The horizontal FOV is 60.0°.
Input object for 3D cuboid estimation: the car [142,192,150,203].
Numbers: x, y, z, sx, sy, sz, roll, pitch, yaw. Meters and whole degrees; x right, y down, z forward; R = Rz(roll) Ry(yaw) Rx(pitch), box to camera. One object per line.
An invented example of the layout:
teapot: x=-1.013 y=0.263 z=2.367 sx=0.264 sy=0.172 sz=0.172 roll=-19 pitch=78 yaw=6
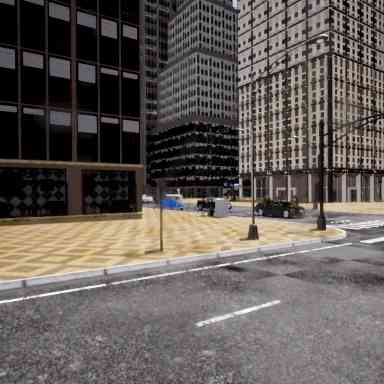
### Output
car: x=-8.554 y=1.254 z=58.998 sx=1.812 sy=1.442 sz=4.674 roll=-1 pitch=1 yaw=-34

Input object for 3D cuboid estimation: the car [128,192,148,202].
car: x=-10.927 y=0.982 z=67.155 sx=2.192 sy=1.841 sz=5.009 roll=0 pitch=0 yaw=-34

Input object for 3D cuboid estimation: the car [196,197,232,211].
car: x=2.417 y=1.362 z=37.004 sx=2.128 sy=1.511 sz=4.902 roll=-1 pitch=1 yaw=-34

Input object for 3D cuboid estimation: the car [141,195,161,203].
car: x=-7.829 y=1.239 z=62.563 sx=1.887 sy=1.381 sz=4.507 roll=0 pitch=0 yaw=-34

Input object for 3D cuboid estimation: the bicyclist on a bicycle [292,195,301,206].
bicyclist on a bicycle: x=11.998 y=1.119 z=38.415 sx=1.656 sy=1.620 sz=0.582 roll=-1 pitch=1 yaw=-34

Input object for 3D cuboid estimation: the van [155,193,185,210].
van: x=-2.389 y=1.211 z=39.506 sx=1.690 sy=1.788 sz=3.998 roll=0 pitch=0 yaw=-34

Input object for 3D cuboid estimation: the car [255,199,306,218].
car: x=7.684 y=1.420 z=29.191 sx=1.837 sy=1.490 sz=4.892 roll=-1 pitch=1 yaw=-34

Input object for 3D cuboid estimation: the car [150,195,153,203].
car: x=-4.732 y=1.036 z=57.969 sx=2.192 sy=1.841 sz=5.009 roll=0 pitch=0 yaw=-34

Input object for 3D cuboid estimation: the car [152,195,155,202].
car: x=-3.226 y=1.349 z=45.388 sx=1.812 sy=1.442 sz=4.674 roll=-1 pitch=1 yaw=-34
